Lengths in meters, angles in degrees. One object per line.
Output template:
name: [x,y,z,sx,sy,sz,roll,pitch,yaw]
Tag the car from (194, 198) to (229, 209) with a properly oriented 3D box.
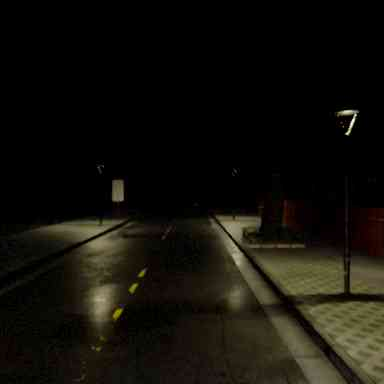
car: [2.642,1.528,44.924,4.892,1.490,1.837,1,0,-20]
